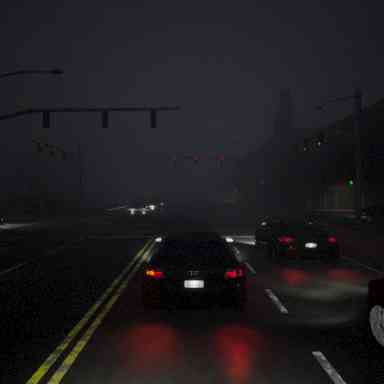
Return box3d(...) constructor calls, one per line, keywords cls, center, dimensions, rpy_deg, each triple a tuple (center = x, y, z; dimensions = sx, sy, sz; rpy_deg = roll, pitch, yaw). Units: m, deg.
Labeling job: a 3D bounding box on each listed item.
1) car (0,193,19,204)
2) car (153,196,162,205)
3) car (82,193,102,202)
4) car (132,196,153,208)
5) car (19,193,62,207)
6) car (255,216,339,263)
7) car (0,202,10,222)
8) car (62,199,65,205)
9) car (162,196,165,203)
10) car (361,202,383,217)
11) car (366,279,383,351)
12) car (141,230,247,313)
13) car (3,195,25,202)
box3d(cls="car", center=(-39.101, 1.153, 69.941), dimensions=(4.605, 1.855, 1.932), rpy_deg=(0, 0, 0))
box3d(cls="car", center=(-7.112, 1.491, 58.182), dimensions=(2.128, 1.511, 4.902), rpy_deg=(0, 0, 2))
box3d(cls="car", center=(-21.581, 1.156, 69.986), dimensions=(3.866, 1.878, 1.905), rpy_deg=(0, 0, 0))
box3d(cls="car", center=(-7.316, 1.478, 47.806), dimensions=(1.882, 1.535, 5.008), rpy_deg=(0, 0, 1))
box3d(cls="car", center=(-21.566, 1.153, 47.469), dimensions=(4.605, 1.855, 1.932), rpy_deg=(0, 0, 0))
box3d(cls="car", center=(3.544, 1.564, 11.953), dimensions=(1.994, 1.385, 4.181), rpy_deg=(0, 0, 0))
box3d(cls="car", center=(-15.164, 1.564, 22.589), dimensions=(4.181, 1.385, 1.994), rpy_deg=(0, 0, 4))
box3d(cls="car", center=(-21.516, 1.156, 50.363), dimensions=(3.866, 1.878, 1.905), rpy_deg=(0, 0, 0))
box3d(cls="car", center=(-6.765, 1.525, 69.288), dimensions=(1.812, 1.442, 4.674), rpy_deg=(0, 0, 1))
box3d(cls="car", center=(18.678, 1.547, 30.863), dimensions=(5.357, 1.411, 2.033), rpy_deg=(0, 0, 0))
box3d(cls="car", center=(3.595, 1.478, 3.107), dimensions=(1.882, 1.535, 5.008), rpy_deg=(0, -1, 0))
box3d(cls="car", center=(0.043, 1.564, 7.773), dimensions=(1.994, 1.385, 4.181), rpy_deg=(0, 0, 0))
box3d(cls="car", center=(-39.041, 1.364, 72.838), dimensions=(3.905, 1.438, 1.784), rpy_deg=(0, 0, 0))
